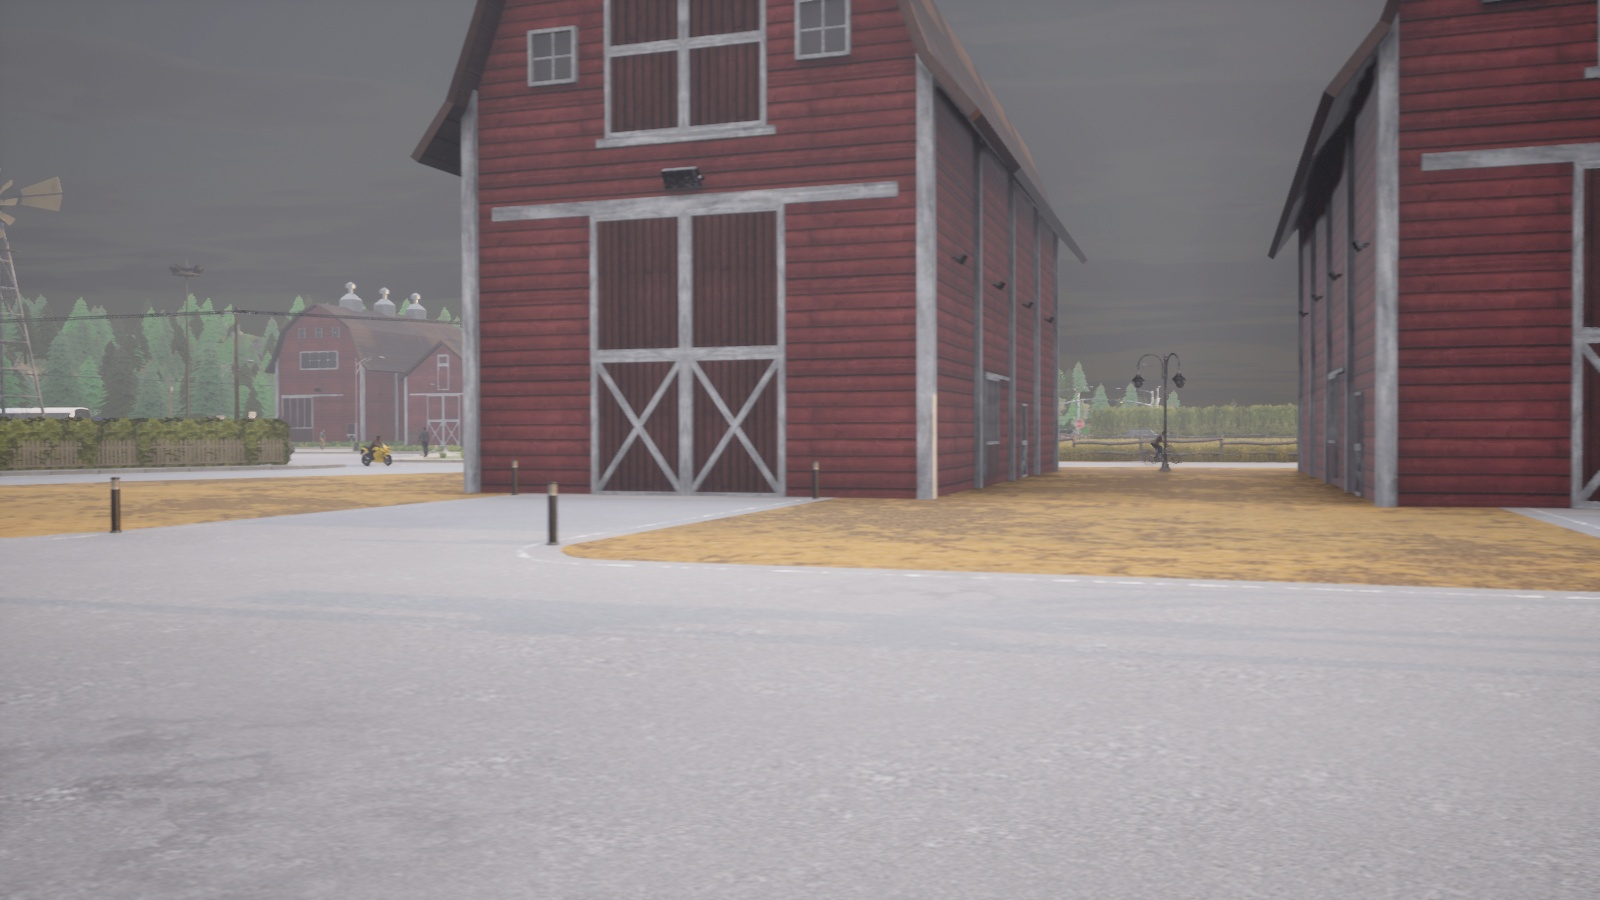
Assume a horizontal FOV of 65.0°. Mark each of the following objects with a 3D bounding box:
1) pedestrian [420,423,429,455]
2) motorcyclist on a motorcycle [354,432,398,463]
[{"bbox_3d":[-22.454,-0.665,75.086,0.423,1.949,0.788,0,1,-12],"label":"pedestrian"},{"bbox_3d":[-20.933,-0.123,61.964,2.044,1.523,0.797,1,1,25],"label":"motorcyclist on a motorcycle"}]
